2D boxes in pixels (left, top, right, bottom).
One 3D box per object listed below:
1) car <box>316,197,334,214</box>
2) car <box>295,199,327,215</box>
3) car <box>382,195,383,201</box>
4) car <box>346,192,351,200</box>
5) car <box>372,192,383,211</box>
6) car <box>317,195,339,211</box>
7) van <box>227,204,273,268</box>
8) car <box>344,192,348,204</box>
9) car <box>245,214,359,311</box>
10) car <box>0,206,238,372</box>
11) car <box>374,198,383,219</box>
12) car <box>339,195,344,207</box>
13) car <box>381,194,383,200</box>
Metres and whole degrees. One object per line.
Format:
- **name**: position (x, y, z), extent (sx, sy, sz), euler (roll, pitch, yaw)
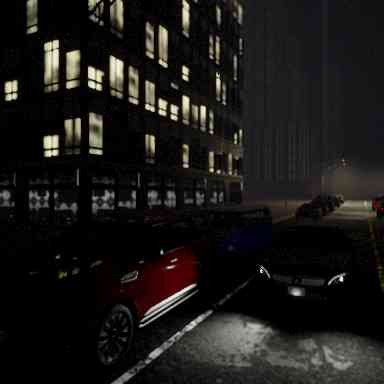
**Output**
- **car**: position (11.901, 1.464, 31.361), extent (1.887, 1.381, 4.507), euler (0, 0, 27)
- **car**: position (9.303, 1.520, 26.305), extent (1.802, 1.307, 4.206), euler (0, 0, 27)
- **car**: position (42.089, 1.270, 71.775), extent (1.802, 1.307, 4.206), euler (0, 0, 27)
- **car**: position (39.497, 1.200, 85.067), extent (1.887, 1.381, 4.507), euler (0, 0, 27)
- **car**: position (21.908, 1.219, 38.212), extent (2.097, 1.767, 4.553), euler (0, 0, 27)
- **car**: position (14.500, 1.215, 36.417), extent (2.192, 1.841, 5.009), euler (0, 0, 27)
- **van**: position (1.507, 1.327, 11.132), extent (1.690, 1.788, 3.998), euler (0, 0, 27)
- **car**: position (24.895, 1.249, 56.648), extent (1.967, 1.590, 4.097), euler (0, 0, 27)
- **car**: position (2.924, 1.510, 8.016), extent (1.812, 1.442, 4.674), euler (0, 0, 27)
- **car**: position (-1.091, 1.315, 6.075), extent (2.192, 1.841, 5.009), euler (0, 0, 27)
- **car**: position (16.342, 1.472, 27.378), extent (1.994, 1.385, 4.181), euler (0, 0, 28)
- **car**: position (19.698, 1.297, 46.533), extent (1.967, 1.590, 4.097), euler (0, 0, 27)
- **car**: position (44.595, 1.185, 76.651), extent (1.752, 1.417, 4.829), euler (0, 1, 27)
